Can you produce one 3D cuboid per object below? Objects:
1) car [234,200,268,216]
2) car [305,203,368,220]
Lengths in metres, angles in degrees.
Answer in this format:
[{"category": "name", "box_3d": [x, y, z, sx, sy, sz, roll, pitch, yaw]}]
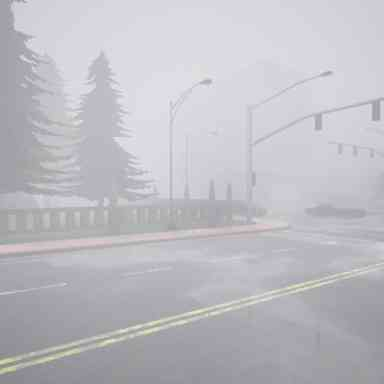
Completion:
[{"category": "car", "box_3d": [4.921, 1.504, 31.394, 1.837, 1.490, 4.892, 0, 0, -35]}, {"category": "car", "box_3d": [12.082, 1.601, 27.994, 1.895, 1.301, 4.718, 0, 0, -41]}]
